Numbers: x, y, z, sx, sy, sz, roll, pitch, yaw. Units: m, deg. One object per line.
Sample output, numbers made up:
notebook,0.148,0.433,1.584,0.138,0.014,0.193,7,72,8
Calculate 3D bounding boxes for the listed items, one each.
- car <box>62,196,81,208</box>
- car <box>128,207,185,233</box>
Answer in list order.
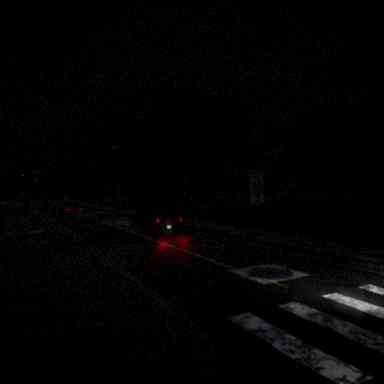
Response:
car,-17.815,1.417,49.089,2.097,1.767,4.553,-2,0,-28
car,-2.236,1.528,19.373,1.895,1.301,4.718,-2,1,-27
